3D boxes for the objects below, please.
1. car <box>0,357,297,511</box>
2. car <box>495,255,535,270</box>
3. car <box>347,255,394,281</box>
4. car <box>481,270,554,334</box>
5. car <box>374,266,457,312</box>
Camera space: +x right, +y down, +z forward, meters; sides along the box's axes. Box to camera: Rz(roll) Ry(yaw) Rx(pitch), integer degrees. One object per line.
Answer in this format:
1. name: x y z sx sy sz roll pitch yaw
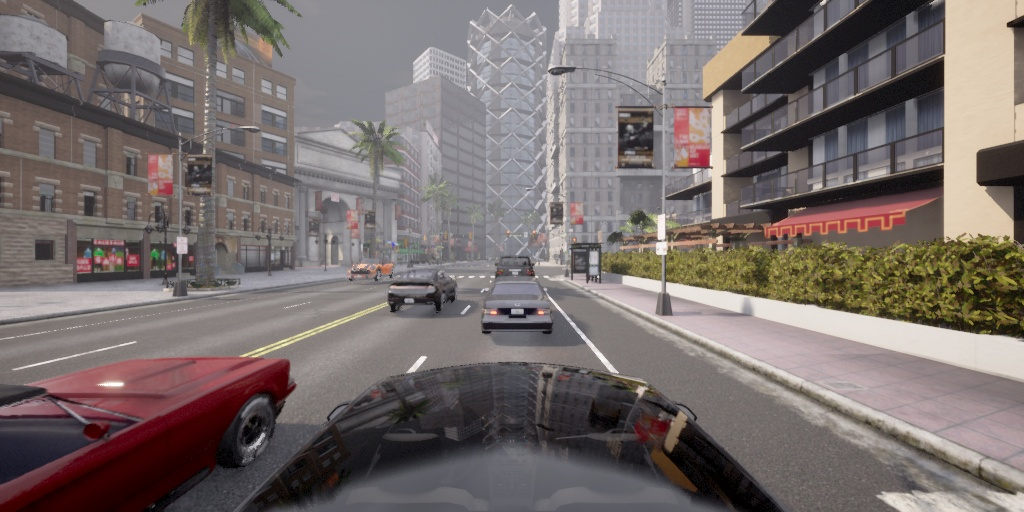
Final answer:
1. car: -3.355 1.351 1.916 1.895 1.301 4.718 0 0 -1
2. car: 0.166 0.971 20.830 2.150 2.045 5.566 0 0 0
3. car: -10.410 0.823 26.719 2.097 1.767 4.553 0 0 0
4. car: 0.129 1.297 10.579 2.033 1.411 5.357 0 0 0
5. car: -3.353 1.243 14.164 2.128 1.511 4.902 0 0 0
